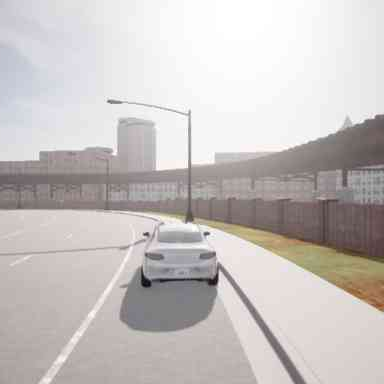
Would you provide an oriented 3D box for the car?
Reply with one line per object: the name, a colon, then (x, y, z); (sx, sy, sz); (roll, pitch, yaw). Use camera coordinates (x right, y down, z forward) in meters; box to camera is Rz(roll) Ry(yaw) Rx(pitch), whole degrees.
car: (-0.407, 1.572, 9.382); (1.812, 1.442, 4.674); (0, -1, -5)
